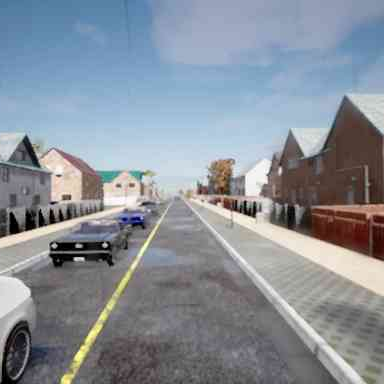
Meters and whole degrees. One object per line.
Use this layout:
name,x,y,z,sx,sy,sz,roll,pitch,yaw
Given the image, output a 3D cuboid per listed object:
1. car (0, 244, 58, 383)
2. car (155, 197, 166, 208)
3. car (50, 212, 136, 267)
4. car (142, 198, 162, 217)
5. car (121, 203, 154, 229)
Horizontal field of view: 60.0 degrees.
car,-2.922,1.547,2.632,1.812,1.442,4.674,0,0,-1
car,-4.966,1.442,50.298,2.128,1.511,4.902,0,0,-3
car,-3.333,1.623,11.746,1.895,1.301,4.718,0,0,-3
car,-4.212,1.580,32.478,1.812,1.442,4.674,0,0,-2
car,-3.777,1.633,21.779,1.895,1.301,4.718,0,0,-2
